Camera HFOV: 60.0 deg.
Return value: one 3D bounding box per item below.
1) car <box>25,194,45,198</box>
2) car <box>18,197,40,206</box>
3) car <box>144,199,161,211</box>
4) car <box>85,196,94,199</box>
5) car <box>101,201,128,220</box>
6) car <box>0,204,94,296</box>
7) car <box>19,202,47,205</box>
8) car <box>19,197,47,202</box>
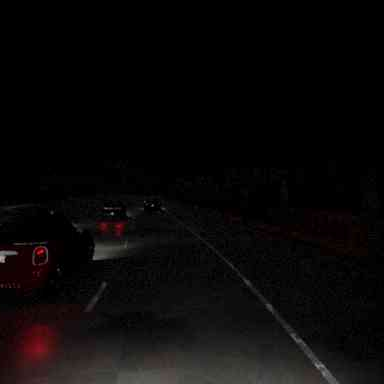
[{"bbox_3d":[-24.228,1.287,51.360,2.150,2.045,5.566,0,0,-8],"label":"car"},{"bbox_3d":[-28.829,1.626,58.985,2.033,1.411,5.357,0,0,-8],"label":"car"},{"bbox_3d":[-4.904,1.578,41.199,1.994,1.385,4.181,0,0,-8],"label":"car"},{"bbox_3d":[-25.080,1.653,81.811,1.895,1.301,4.718,0,0,-8],"label":"car"},{"bbox_3d":[-6.592,1.510,28.478,2.128,1.511,4.902,0,0,-8],"label":"car"},{"bbox_3d":[-4.038,1.363,8.754,2.097,1.767,4.553,0,0,-5],"label":"car"},{"bbox_3d":[-8.588,1.502,17.627,1.882,1.535,5.008,0,0,-8],"label":"car"},{"bbox_3d":[-19.190,1.654,40.840,1.895,1.301,4.718,0,0,-8],"label":"car"}]
